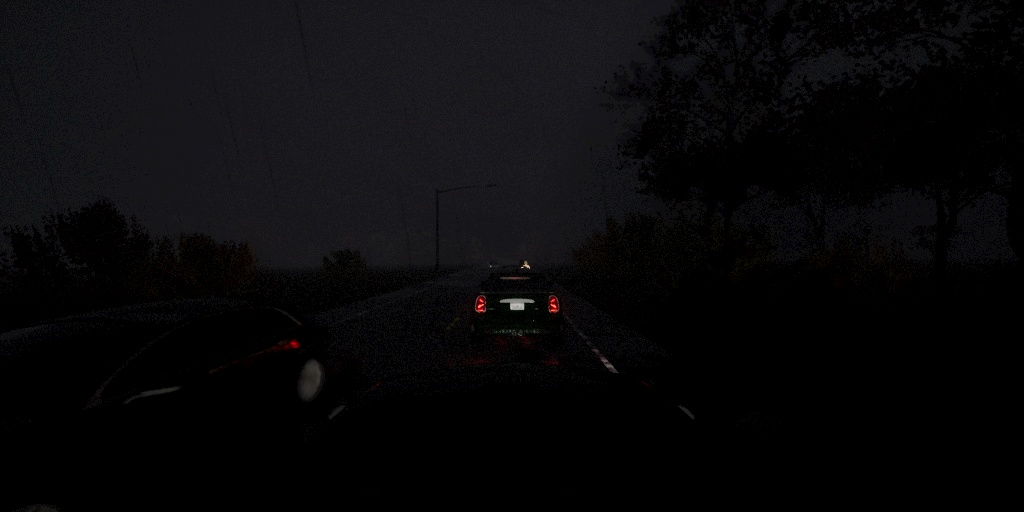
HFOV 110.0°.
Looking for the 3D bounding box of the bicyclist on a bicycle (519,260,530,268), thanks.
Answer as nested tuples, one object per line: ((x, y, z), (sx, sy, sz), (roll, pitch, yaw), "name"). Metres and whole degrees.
((0.977, 1.177, 25.610), (0.866, 1.612, 1.509), (0, 0, 1), "bicyclist on a bicycle")

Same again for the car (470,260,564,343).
((0.114, 1.099, 9.787), (2.097, 1.767, 4.553), (0, 0, 0), "car")

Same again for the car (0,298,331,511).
((-3.599, 1.254, 3.394), (1.837, 1.490, 4.892), (0, 0, 0), "car")
